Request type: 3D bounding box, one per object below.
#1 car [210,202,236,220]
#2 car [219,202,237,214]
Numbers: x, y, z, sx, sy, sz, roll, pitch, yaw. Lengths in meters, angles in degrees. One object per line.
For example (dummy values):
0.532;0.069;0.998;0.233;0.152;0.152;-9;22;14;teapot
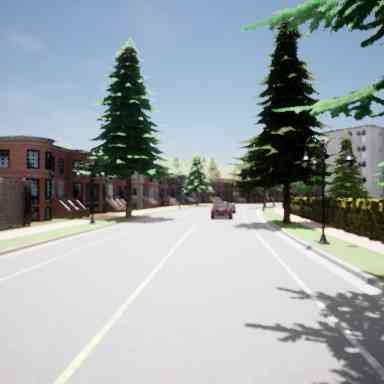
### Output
3.043;1.749;33.390;2.097;1.767;4.553;0;-1;8;car
4.719;2.082;43.582;1.994;1.385;4.181;0;-1;11;car
